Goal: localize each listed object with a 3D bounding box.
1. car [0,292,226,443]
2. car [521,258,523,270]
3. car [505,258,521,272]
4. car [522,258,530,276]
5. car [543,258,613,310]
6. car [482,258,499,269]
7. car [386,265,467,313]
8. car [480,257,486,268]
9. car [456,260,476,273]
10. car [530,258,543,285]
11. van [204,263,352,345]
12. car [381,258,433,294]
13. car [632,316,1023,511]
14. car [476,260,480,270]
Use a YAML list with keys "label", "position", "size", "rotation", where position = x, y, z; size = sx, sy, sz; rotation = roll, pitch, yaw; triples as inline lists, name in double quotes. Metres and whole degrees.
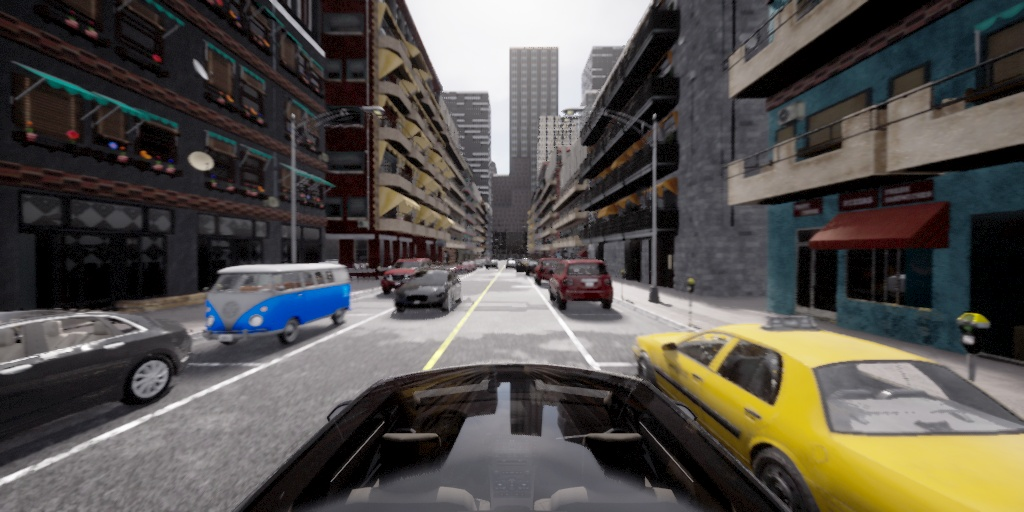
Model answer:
- label: "car"
  position: [-5.660, 1.301, 3.583]
  size: [2.007, 1.370, 4.403]
  rotation: [0, 0, 0]
- label: "car"
  position: [2.682, 1.279, 65.348]
  size: [1.751, 1.417, 4.829]
  rotation: [0, 0, 0]
- label: "car"
  position: [-0.002, 1.317, 55.763]
  size: [1.994, 1.385, 4.181]
  rotation: [0, 0, 1]
- label: "car"
  position: [2.357, 1.229, 36.799]
  size: [1.882, 1.535, 5.008]
  rotation: [0, 0, 0]
- label: "car"
  position: [2.687, 1.065, 14.760]
  size: [2.192, 1.841, 5.009]
  rotation: [0, 0, 0]
- label: "car"
  position: [-3.050, 1.354, 54.664]
  size: [1.895, 1.301, 4.718]
  rotation: [0, 0, 1]
- label: "car"
  position: [-3.098, 1.255, 14.119]
  size: [1.837, 1.490, 4.892]
  rotation: [0, 0, 0]
- label: "car"
  position: [-5.698, 1.304, 59.604]
  size: [2.007, 1.370, 4.403]
  rotation: [0, 0, 0]
- label: "car"
  position: [-5.696, 1.334, 42.798]
  size: [1.802, 1.307, 4.207]
  rotation: [0, 0, 0]
- label: "car"
  position: [2.686, 1.065, 25.964]
  size: [2.192, 1.841, 5.009]
  rotation: [0, 0, 0]
- label: "van"
  position: [-5.660, 1.091, 9.185]
  size: [1.690, 1.789, 3.998]
  rotation: [0, 0, 0]
- label: "car"
  position: [-5.684, 1.065, 20.389]
  size: [2.192, 1.841, 5.009]
  rotation: [0, 0, 0]
- label: "car"
  position: [2.688, 1.275, 3.726]
  size: [1.751, 1.417, 4.829]
  rotation: [0, 0, 0]
- label: "car"
  position: [-5.697, 1.335, 48.400]
  size: [1.802, 1.307, 4.207]
  rotation: [0, 0, 0]
